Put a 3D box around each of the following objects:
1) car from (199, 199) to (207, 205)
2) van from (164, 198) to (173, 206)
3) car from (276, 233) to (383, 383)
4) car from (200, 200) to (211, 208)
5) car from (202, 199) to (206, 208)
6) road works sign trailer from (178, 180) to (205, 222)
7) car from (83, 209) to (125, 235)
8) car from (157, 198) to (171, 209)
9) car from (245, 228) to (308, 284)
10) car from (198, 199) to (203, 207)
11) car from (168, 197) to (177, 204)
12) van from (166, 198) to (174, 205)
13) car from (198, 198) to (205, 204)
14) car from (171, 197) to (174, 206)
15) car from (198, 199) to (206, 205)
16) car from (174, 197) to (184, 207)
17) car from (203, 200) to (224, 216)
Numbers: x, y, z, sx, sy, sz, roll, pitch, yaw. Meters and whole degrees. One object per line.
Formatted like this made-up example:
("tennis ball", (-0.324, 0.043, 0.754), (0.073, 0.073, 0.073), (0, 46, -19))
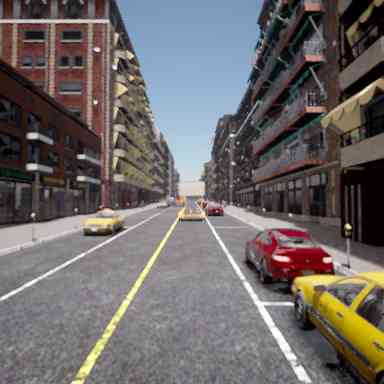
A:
("car", (2.598, 2.506, 81.365), (1.887, 1.381, 4.507), (1, -1, 0))
("van", (-5.278, 2.226, 75.899), (1.690, 1.788, 3.998), (2, -1, 0))
("car", (2.587, 1.567, 4.116), (1.752, 1.417, 4.829), (2, -1, 0))
("car", (2.595, 2.289, 64.774), (2.008, 1.369, 4.403), (1, -1, 0))
("car", (2.593, 1.988, 42.824), (1.752, 1.417, 4.829), (1, -1, 0))
("road works sign trailer", (-0.024, 0.753, 29.818), (2.380, 3.560, 2.880), (-1, -1, 0))
("car", (-5.290, 1.734, 20.433), (1.752, 1.417, 4.829), (2, -1, 0))
("car", (-5.285, 2.191, 59.138), (1.752, 1.417, 4.829), (2, -1, 0))
("car", (2.586, 1.677, 9.474), (1.802, 1.307, 4.206), (1, -1, 0))
("car", (2.594, 2.212, 59.243), (1.887, 1.381, 4.507), (1, -1, 0))
("car", (-5.275, 2.434, 92.491), (2.192, 1.841, 5.009), (1, -1, 0))
("van", (-5.278, 2.303, 81.431), (1.690, 1.788, 3.998), (1, -1, 0))
("car", (2.610, 2.559, 92.427), (1.967, 1.590, 4.097), (1, -1, 0))
("car", (-5.279, 2.054, 64.842), (2.192, 1.841, 5.009), (2, -1, 0))
("car", (2.599, 2.584, 86.894), (1.887, 1.381, 4.507), (1, -1, 0))
("car", (-2.738, 2.042, 71.052), (2.150, 2.045, 5.566), (0, -1, 0))
("car", (2.591, 1.941, 37.123), (1.887, 1.381, 4.507), (1, -1, 0))
